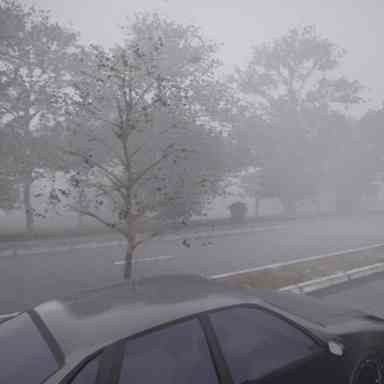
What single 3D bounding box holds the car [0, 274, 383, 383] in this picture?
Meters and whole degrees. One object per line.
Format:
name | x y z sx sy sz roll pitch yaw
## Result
car | -0.130 1.554 3.041 5.357 1.411 2.033 0 0 -35
